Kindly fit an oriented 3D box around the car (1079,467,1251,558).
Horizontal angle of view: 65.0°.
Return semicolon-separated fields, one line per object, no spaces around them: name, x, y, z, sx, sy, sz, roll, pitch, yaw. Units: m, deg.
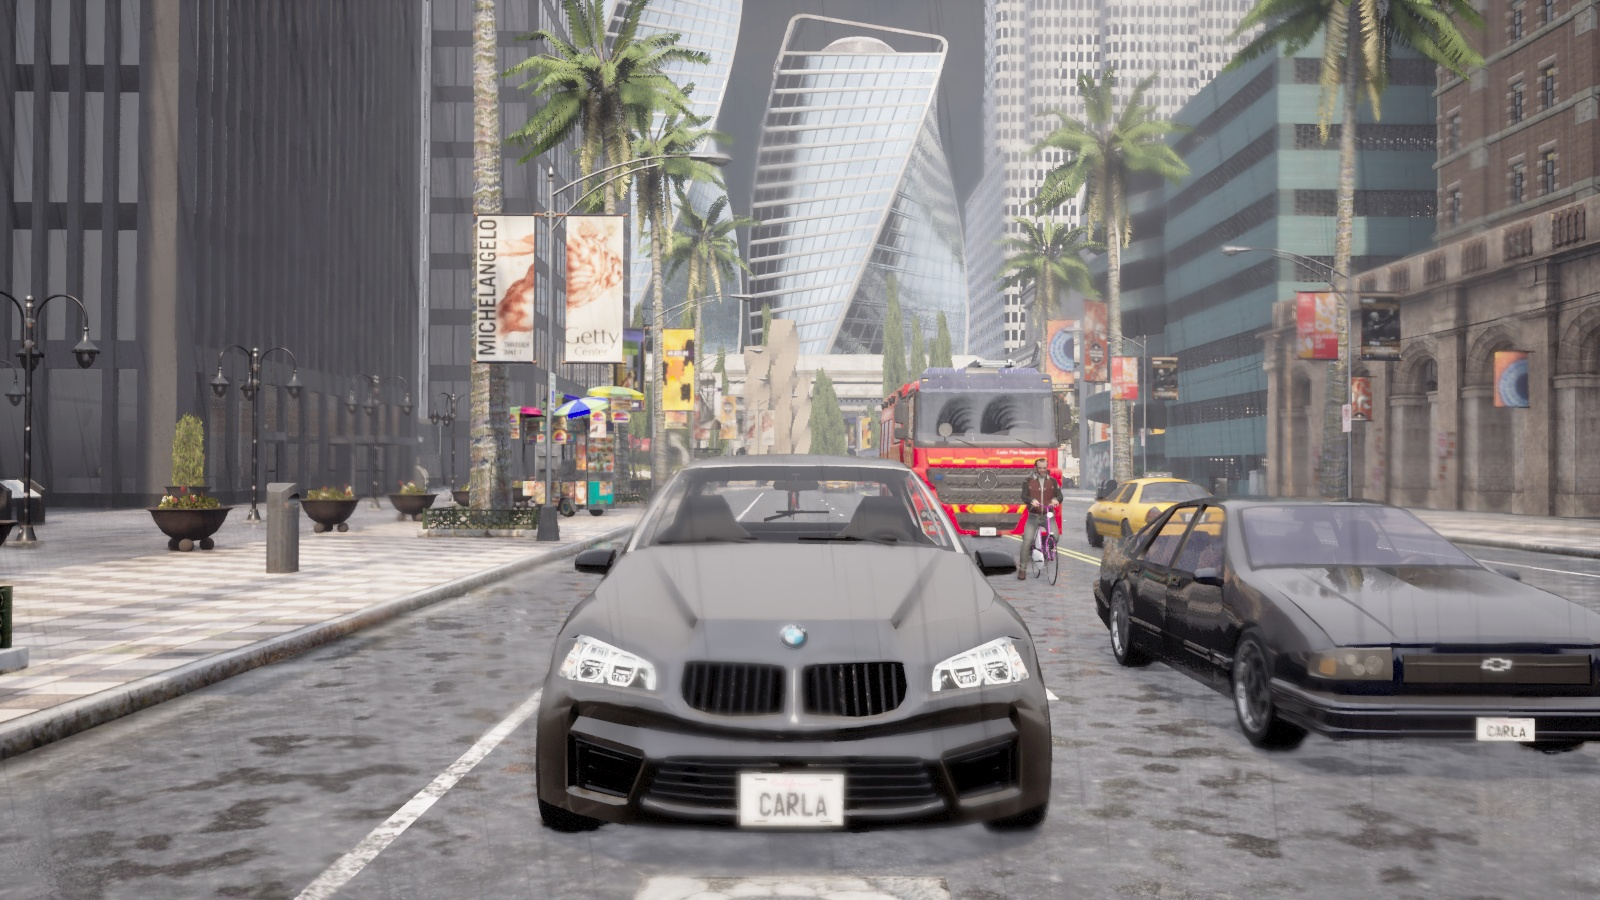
car;6.960;1.137;24.576;1.801;1.575;5.366;0;-1;0

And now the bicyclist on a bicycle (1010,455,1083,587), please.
bicyclist on a bicycle;3.458;0.969;17.742;0.659;1.776;1.843;0;-1;0

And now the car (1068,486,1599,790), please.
car;3.478;0.996;8.825;2.033;1.411;5.357;0;-1;0

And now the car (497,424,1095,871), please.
car;-0.018;0.777;7.026;2.242;1.667;4.611;0;-1;0

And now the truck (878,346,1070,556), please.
truck;3.446;0.092;27.189;2.891;3.827;8.468;0;-1;0
